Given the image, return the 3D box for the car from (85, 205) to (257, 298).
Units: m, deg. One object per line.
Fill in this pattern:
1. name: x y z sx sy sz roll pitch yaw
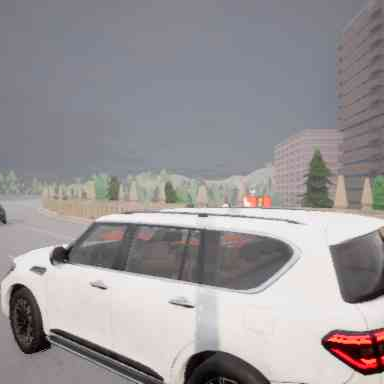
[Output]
1. car: -0.739 1.343 9.250 4.553 1.767 2.097 0 0 39

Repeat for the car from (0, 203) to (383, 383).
1. car: -0.296 1.217 4.373 5.566 2.045 2.150 0 0 37

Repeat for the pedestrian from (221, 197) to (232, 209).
1. pedestrian: 1.599 1.130 15.455 0.375 1.860 0.375 0 0 41

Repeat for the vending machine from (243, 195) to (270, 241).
1. vending machine: 3.113 1.185 16.008 0.880 2.100 1.100 0 0 41
